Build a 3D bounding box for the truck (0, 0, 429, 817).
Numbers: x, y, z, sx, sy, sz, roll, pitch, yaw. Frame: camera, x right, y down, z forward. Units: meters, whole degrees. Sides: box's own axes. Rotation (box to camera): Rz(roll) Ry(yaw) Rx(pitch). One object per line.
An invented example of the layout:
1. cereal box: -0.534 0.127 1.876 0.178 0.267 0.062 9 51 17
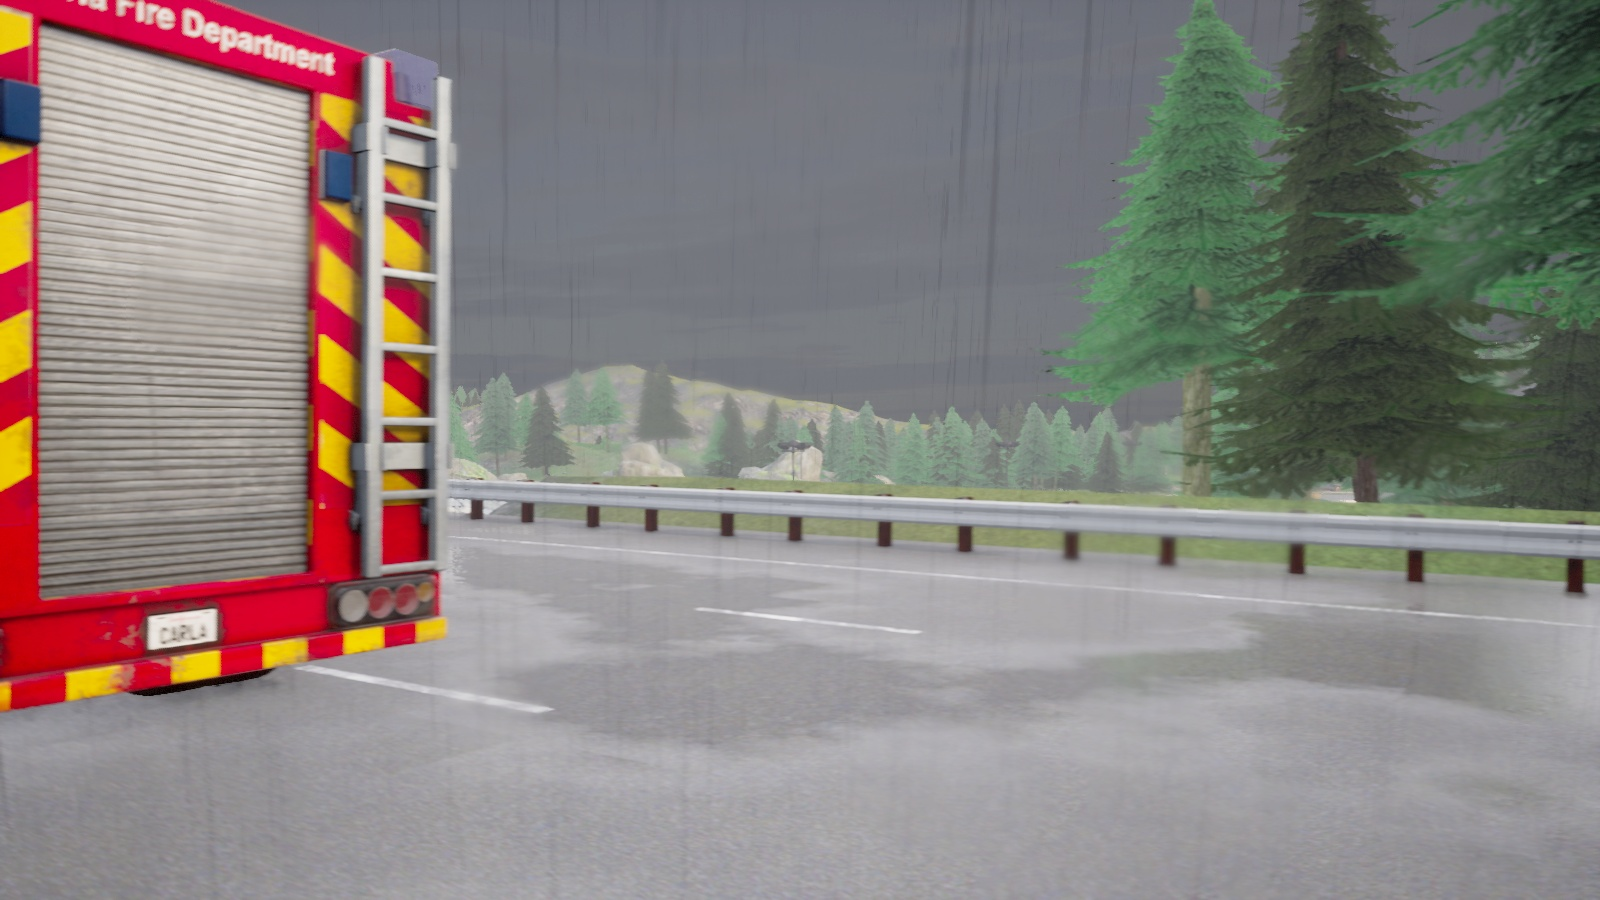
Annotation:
1. truck: -6.317 -0.482 7.807 8.468 3.827 2.891 0 1 34
